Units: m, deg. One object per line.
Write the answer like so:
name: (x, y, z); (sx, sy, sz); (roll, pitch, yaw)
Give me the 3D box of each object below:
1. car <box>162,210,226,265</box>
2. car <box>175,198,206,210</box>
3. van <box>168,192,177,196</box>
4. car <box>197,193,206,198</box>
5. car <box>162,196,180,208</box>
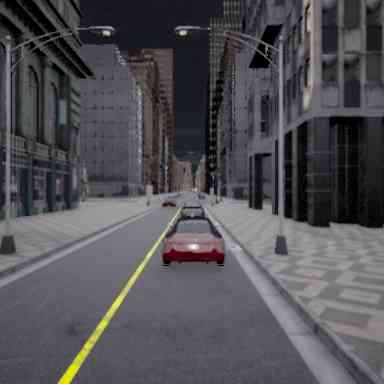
car: (0.059, 1.559, 11.654); (1.994, 1.385, 4.181); (0, 0, 0)
car: (0.043, 1.474, 26.587); (2.128, 1.511, 4.902); (0, 0, 0)
van: (-5.720, 1.168, 91.082); (1.690, 1.788, 3.998); (0, 0, 0)
car: (2.804, 1.393, 91.035); (1.947, 1.339, 4.313); (0, 0, 0)
car: (-3.108, 1.551, 46.386); (1.895, 1.301, 4.718); (0, 0, 0)
